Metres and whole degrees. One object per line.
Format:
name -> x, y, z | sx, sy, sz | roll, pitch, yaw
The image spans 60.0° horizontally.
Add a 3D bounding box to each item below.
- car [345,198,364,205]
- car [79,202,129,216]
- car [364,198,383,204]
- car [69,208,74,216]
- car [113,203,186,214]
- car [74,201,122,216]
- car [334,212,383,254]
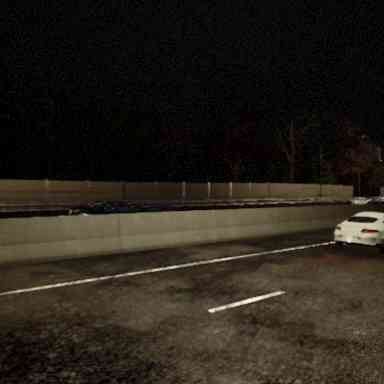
car -> 26.362, 1.617, 52.818 | 4.718, 1.301, 1.895 | 0, 0, -35
car -> -4.887, 1.562, 22.004 | 4.181, 1.385, 1.994 | 0, 0, -35
car -> 28.446, 1.618, 50.010 | 4.718, 1.301, 1.895 | 0, 0, -35
car -> -7.899, 1.489, 28.431 | 4.902, 1.511, 2.128 | 0, 0, -36
car -> -1.979, 1.524, 19.779 | 4.674, 1.442, 1.812 | 0, 0, -35
car -> -6.071, 1.502, 25.457 | 4.892, 1.490, 1.837 | 0, 0, -35
car -> 7.620, 1.524, 13.481 | 4.674, 1.442, 1.812 | 0, 0, -35
